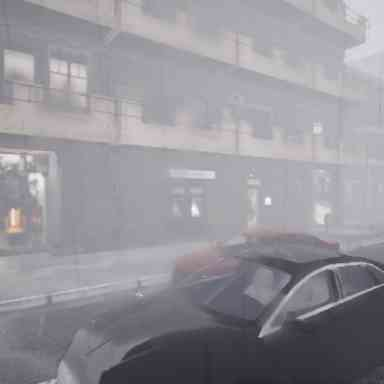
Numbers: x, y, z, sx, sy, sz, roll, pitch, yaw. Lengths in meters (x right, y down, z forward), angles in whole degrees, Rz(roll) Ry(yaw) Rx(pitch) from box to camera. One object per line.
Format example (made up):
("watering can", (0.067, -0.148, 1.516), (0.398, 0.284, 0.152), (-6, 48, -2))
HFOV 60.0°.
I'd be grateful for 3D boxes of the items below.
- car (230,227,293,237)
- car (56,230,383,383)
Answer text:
("car", (1.644, 1.542, 7.722), (4.507, 1.381, 1.887), (0, 0, -35))
("car", (0.972, 1.491, 4.057), (4.902, 1.511, 2.128), (0, 0, -35))
